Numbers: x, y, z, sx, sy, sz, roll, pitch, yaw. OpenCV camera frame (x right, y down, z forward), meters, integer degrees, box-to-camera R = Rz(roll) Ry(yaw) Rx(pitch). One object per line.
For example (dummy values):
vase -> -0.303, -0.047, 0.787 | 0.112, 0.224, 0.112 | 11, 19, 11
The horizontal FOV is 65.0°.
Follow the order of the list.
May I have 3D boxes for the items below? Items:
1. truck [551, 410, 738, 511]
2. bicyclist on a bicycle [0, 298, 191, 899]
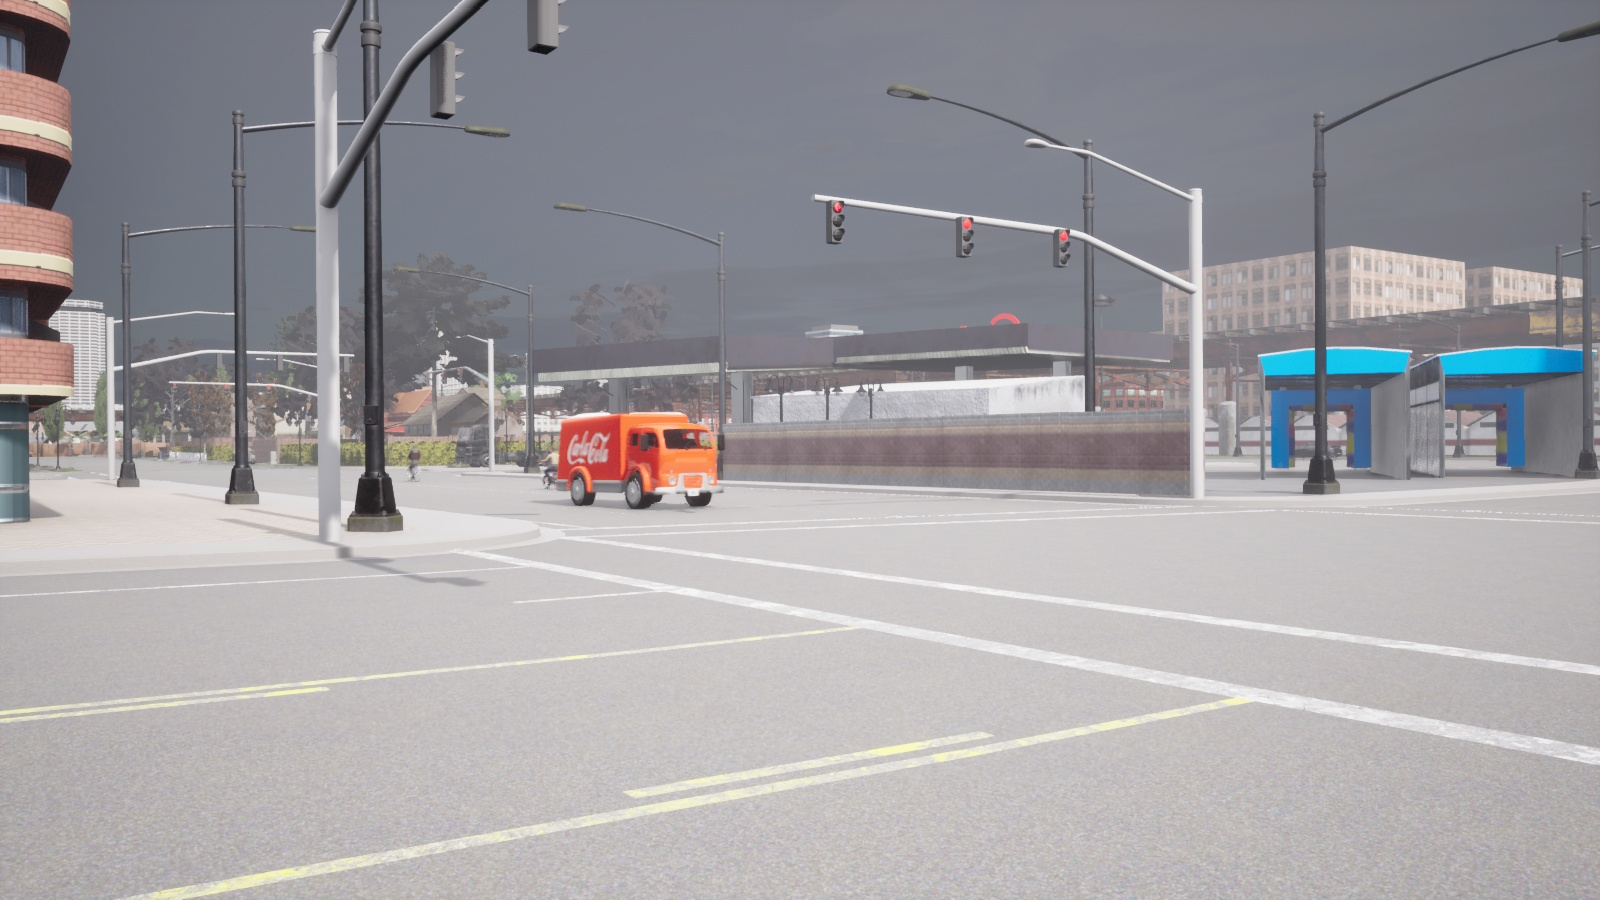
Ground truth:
truck -> -4.241, 0.299, 33.515 | 2.627, 2.467, 5.204 | -1, -1, -38
bicyclist on a bicycle -> -2.100, 0.623, 2.117 | 1.843, 1.776, 0.659 | 0, 0, -36
